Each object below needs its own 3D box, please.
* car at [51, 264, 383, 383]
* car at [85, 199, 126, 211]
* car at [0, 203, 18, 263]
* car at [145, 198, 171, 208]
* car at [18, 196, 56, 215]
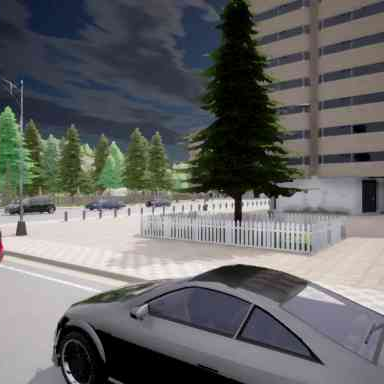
[{"bbox_3d":[0.306,1.564,3.774,4.181,1.385,1.994,0,0,35],"label":"car"},{"bbox_3d":[-10.668,1.547,41.442,2.033,1.411,5.357,0,0,35],"label":"car"},{"bbox_3d":[-7.383,1.221,9.207,5.566,2.045,2.150,0,0,36],"label":"car"},{"bbox_3d":[-4.977,1.564,49.411,1.994,1.385,4.181,0,0,36],"label":"car"},{"bbox_3d":[-16.246,1.352,33.606,2.097,1.767,4.553,0,0,35],"label":"car"}]
